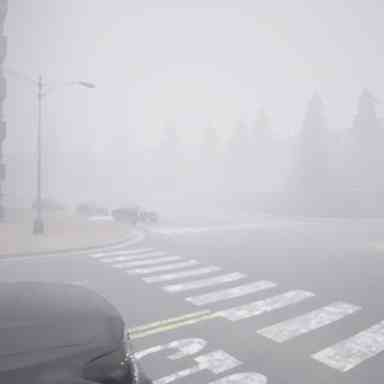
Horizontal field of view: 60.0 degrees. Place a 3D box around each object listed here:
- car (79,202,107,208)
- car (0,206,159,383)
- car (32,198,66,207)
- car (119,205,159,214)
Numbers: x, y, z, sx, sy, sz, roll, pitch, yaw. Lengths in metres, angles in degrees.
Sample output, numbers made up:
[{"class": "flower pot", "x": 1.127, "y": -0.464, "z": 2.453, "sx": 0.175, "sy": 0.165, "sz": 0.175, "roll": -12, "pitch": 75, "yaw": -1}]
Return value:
[{"class": "car", "x": -9.732, "y": 1.621, "z": 32.348, "sx": 1.994, "sy": 1.385, "sz": 4.181, "roll": 1, "pitch": 0, "yaw": -39}, {"class": "car", "x": -2.926, "y": 1.205, "z": 1.660, "sx": 5.566, "sy": 2.045, "sz": 2.150, "roll": 1, "pitch": 0, "yaw": -35}, {"class": "car", "x": -17.097, "y": 1.543, "z": 39.647, "sx": 4.892, "sy": 1.490, "sz": 1.837, "roll": 0, "pitch": 0, "yaw": 33}, {"class": "car", "x": -4.341, "y": 1.661, "z": 25.158, "sx": 1.895, "sy": 1.301, "sz": 4.718, "roll": 1, "pitch": 0, "yaw": -36}]
